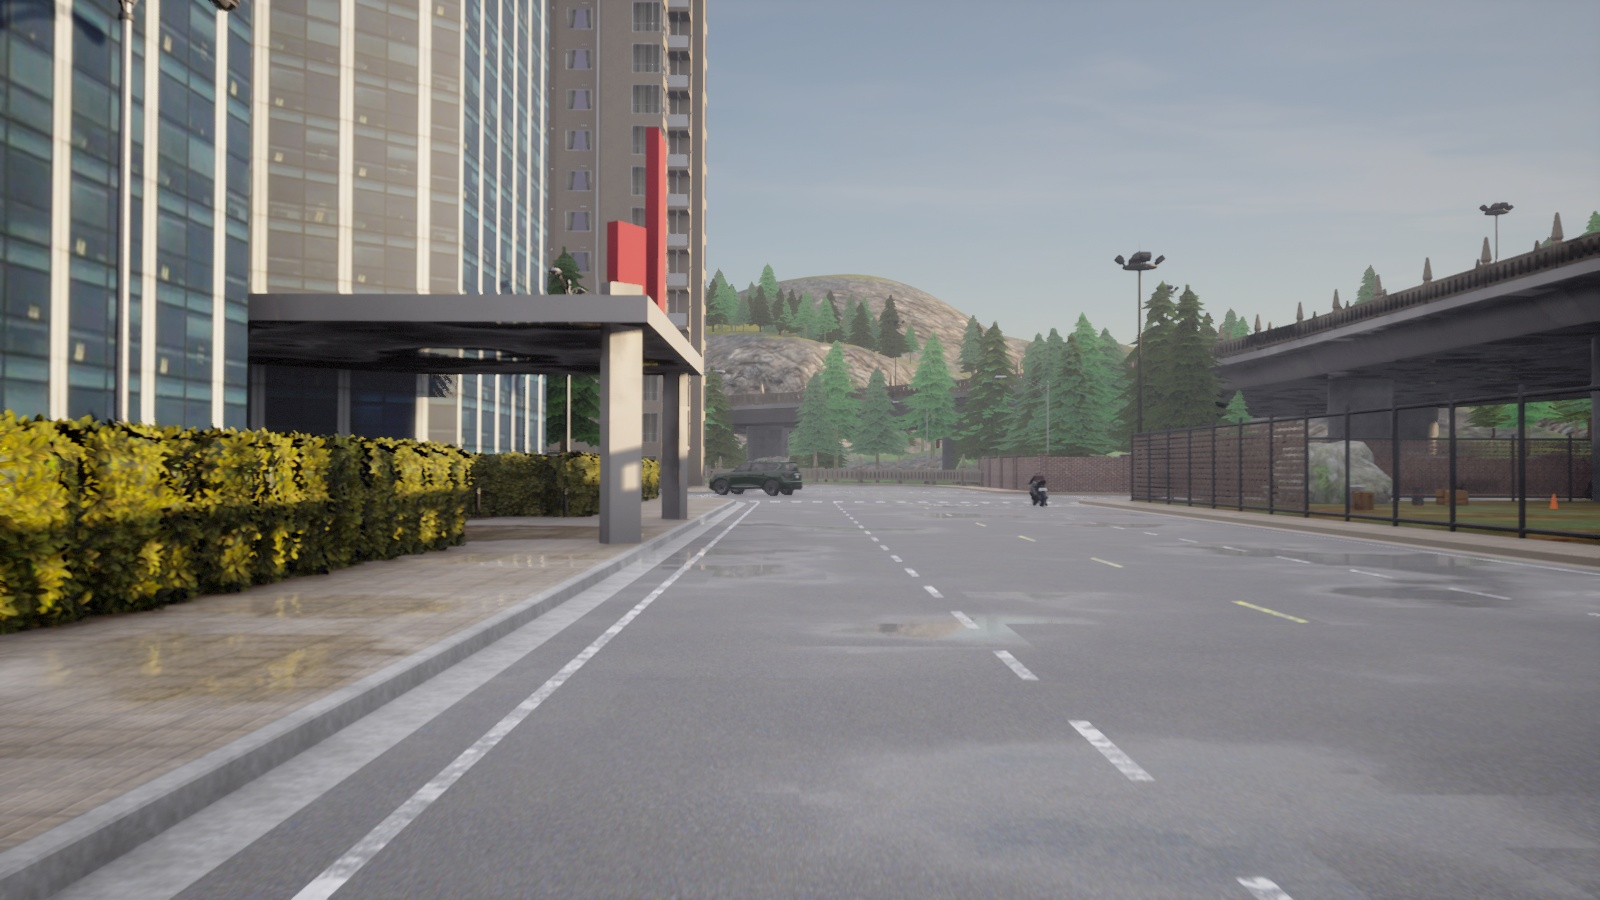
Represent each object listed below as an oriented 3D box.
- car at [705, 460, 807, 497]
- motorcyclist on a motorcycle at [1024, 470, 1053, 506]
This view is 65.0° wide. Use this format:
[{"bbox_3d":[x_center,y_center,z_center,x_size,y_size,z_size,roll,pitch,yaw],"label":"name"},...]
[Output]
[{"bbox_3d":[-2.565,1.655,73.173,5.566,2.045,2.150,-1,-1,26],"label":"car"},{"bbox_3d":[10.373,1.633,54.691,0.866,1.530,2.191,0,-1,0],"label":"motorcyclist on a motorcycle"}]
